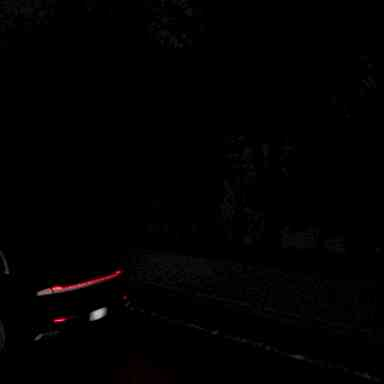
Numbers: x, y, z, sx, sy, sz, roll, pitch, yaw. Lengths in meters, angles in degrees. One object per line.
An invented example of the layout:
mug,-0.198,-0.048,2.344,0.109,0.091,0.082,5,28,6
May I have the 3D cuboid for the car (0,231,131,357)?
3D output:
car,-3.267,1.464,6.012,4.902,1.511,2.128,0,0,36
